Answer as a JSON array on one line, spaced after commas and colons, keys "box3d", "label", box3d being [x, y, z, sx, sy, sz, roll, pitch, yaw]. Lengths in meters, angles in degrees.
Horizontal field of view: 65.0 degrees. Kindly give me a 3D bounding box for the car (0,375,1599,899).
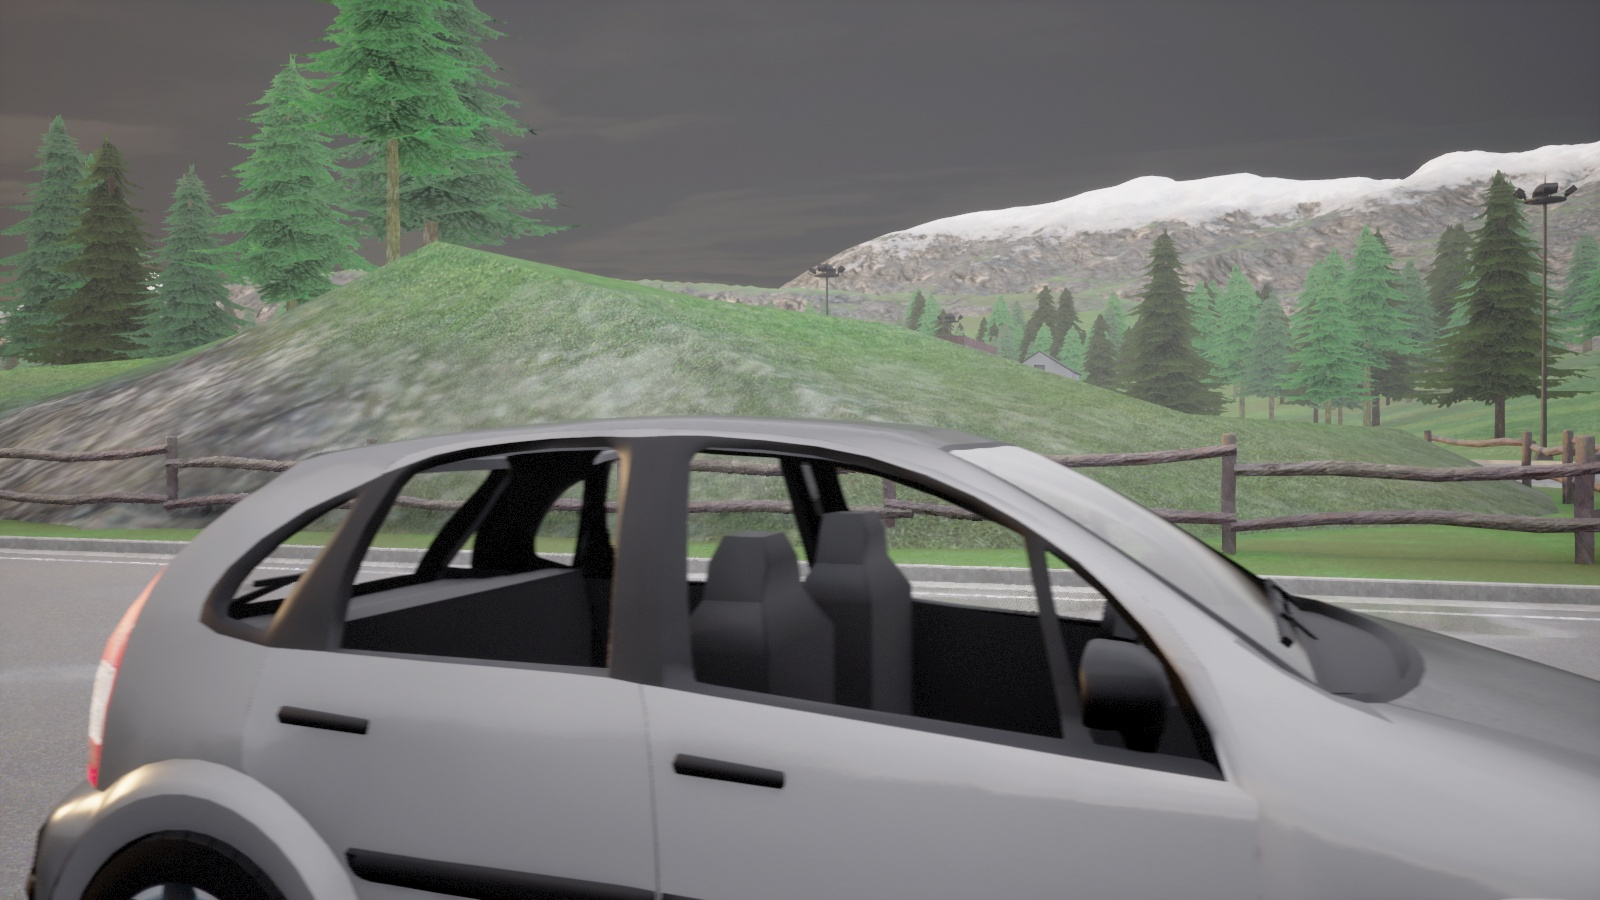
[{"box3d": [0.299, 0.676, 3.091, 3.988, 1.617, 1.851, 1, 1, 19], "label": "car"}]
